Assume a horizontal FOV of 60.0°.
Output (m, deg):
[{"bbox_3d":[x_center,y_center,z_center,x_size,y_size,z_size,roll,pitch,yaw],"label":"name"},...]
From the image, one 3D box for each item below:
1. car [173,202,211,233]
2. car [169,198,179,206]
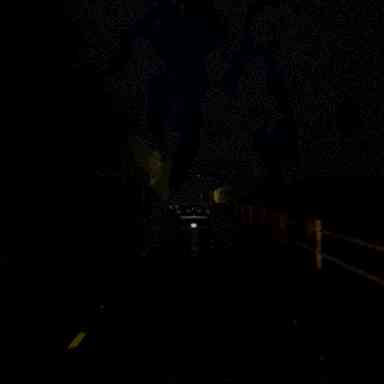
[{"bbox_3d":[0.100,1.571,20.136,2.128,1.511,4.902,0,0,0],"label":"car"},{"bbox_3d":[-3.499,1.908,65.277,2.128,1.511,4.902,0,-1,0],"label":"car"}]
